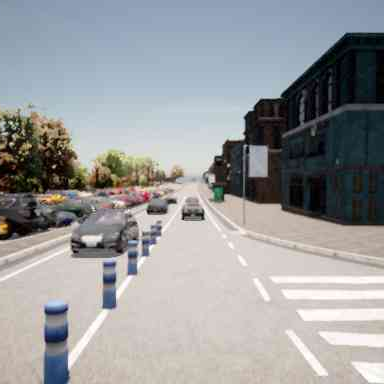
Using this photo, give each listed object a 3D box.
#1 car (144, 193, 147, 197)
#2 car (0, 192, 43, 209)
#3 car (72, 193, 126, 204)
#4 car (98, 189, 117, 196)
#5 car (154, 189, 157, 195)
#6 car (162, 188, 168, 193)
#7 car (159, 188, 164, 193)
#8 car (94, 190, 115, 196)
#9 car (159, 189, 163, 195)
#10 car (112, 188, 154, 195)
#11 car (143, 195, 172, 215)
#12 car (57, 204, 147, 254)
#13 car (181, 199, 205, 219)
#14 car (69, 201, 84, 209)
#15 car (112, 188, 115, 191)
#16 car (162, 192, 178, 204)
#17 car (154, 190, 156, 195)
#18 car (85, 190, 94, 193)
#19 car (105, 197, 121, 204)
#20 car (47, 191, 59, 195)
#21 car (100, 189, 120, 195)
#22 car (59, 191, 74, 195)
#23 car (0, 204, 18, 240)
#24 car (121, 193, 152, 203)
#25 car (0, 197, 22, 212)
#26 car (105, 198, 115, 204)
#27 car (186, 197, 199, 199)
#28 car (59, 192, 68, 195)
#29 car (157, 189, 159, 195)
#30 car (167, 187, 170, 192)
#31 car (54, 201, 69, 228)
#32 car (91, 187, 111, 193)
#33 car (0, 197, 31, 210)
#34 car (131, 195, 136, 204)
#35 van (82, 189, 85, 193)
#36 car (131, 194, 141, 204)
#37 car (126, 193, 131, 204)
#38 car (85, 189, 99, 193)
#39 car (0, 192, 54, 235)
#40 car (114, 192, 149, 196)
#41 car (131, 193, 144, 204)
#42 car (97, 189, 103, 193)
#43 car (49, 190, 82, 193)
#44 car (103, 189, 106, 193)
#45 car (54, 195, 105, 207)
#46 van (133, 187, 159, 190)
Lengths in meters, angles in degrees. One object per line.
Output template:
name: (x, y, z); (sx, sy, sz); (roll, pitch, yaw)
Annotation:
car: (-9.650, 1.246, 49.304); (4.792, 1.488, 2.163); (0, 1, 0)
car: (-22.836, 1.079, 43.668); (5.566, 2.045, 2.435); (0, 1, 1)
car: (-9.831, 1.319, 35.372); (4.553, 1.767, 2.185); (0, 1, 0)
car: (-22.388, 0.035, 88.345); (4.553, 1.767, 2.185); (0, 2, 1)
car: (-9.527, 0.728, 63.088); (4.553, 1.767, 2.185); (0, 2, 0)
car: (-9.227, 0.394, 79.909); (5.366, 1.575, 1.946); (0, 2, 0)
car: (-9.456, 0.550, 74.346); (5.008, 1.535, 2.097); (0, 2, 0)
car: (-22.438, 0.239, 85.566); (5.008, 1.535, 2.097); (0, 2, 1)
car: (-9.491, 0.625, 71.564); (5.008, 1.535, 2.097); (0, 2, 0)
car: (-9.659, 0.822, 54.864); (5.566, 2.045, 2.435); (0, 2, 0)
car: (-3.363, 1.392, 33.242); (1.882, 1.535, 5.008); (0, 0, 0)
car: (-3.357, 1.475, 13.526); (2.128, 1.511, 4.902); (0, 0, 0)
car: (0.084, 1.544, 28.453); (1.895, 1.301, 4.718); (0, 0, 0)
car: (-9.892, 1.487, 21.428); (4.792, 1.488, 2.163); (0, 0, 0)
car: (-22.471, 0.356, 82.784); (4.674, 1.452, 2.002); (0, 2, 0)
car: (-3.319, 1.200, 52.818); (1.895, 1.301, 4.718); (0, 1, 1)
car: (-9.767, 0.921, 60.436); (5.366, 1.575, 1.946); (0, 2, 0)
car: (-22.616, 0.812, 66.080); (4.674, 1.452, 2.002); (0, 2, 0)
car: (-9.853, 1.493, 32.585); (4.792, 1.488, 2.163); (0, 0, 0)
car: (-22.791, 1.090, 49.250); (4.553, 1.767, 2.185); (0, 1, 0)
car: (-22.400, 0.082, 91.133); (5.008, 1.535, 2.097); (0, 2, 1)
car: (-22.895, 1.066, 54.946); (5.366, 1.575, 1.946); (0, 2, 0)
car: (-9.988, 1.345, 13.067); (5.008, 1.535, 2.097); (0, -1, 0)
car: (-9.601, 0.999, 57.653); (5.008, 1.535, 2.097); (0, 2, 0)
car: (-22.671, 1.409, 38.093); (5.366, 1.575, 1.946); (0, 1, 0)
car: (-9.819, 1.504, 29.798); (4.792, 1.488, 2.163); (0, 0, 0)
car: (0.080, 1.307, 46.148); (1.994, 1.385, 4.181); (0, 1, 0)
car: (-22.730, 1.146, 52.037); (5.008, 1.535, 2.097); (0, 1, 0)
car: (-9.540, 0.777, 65.999); (4.892, 1.521, 2.231); (0, 2, 0)
car: (-9.294, 0.048, 93.823); (4.674, 1.452, 2.002); (0, 2, 0)
car: (-9.939, 1.431, 18.649); (4.892, 1.521, 2.231); (0, -1, 0)
car: (-22.488, 0.219, 77.209); (5.566, 2.045, 2.435); (0, 2, 0)
car: (-22.838, 1.375, 40.883); (5.008, 1.535, 2.097); (0, 1, 0)
car: (-9.754, 1.418, 40.941); (4.674, 1.452, 2.002); (0, 1, 0)
van: (-22.545, 0.695, 60.505); (4.442, 1.987, 1.878); (0, 2, 0)
car: (-9.721, 1.332, 43.729); (5.008, 1.535, 2.097); (0, 1, 0)
car: (-9.807, 1.290, 38.152); (4.553, 1.767, 2.185); (0, 1, 0)
car: (-22.594, 0.697, 68.863); (5.008, 1.535, 2.097); (0, 2, 0)
car: (-9.998, 1.141, 15.864); (5.566, 2.045, 2.435); (0, -1, 1)
car: (-9.652, 1.187, 52.089); (4.674, 1.452, 2.002); (0, 2, 0)
car: (-9.698, 1.279, 46.517); (5.008, 1.535, 2.097); (0, 1, 1)
car: (-22.571, 0.622, 71.648); (4.892, 1.521, 2.231); (0, 2, 0)
car: (-22.657, 0.744, 57.721); (5.566, 2.045, 2.435); (0, 2, 0)
car: (-22.569, 0.575, 74.430); (4.792, 1.488, 2.163); (0, 2, 1)
car: (-9.841, 1.352, 27.010); (4.553, 1.767, 2.185); (0, 0, 0)
van: (-9.626, 0.475, 68.776); (4.442, 1.987, 1.878); (0, 2, 0)
